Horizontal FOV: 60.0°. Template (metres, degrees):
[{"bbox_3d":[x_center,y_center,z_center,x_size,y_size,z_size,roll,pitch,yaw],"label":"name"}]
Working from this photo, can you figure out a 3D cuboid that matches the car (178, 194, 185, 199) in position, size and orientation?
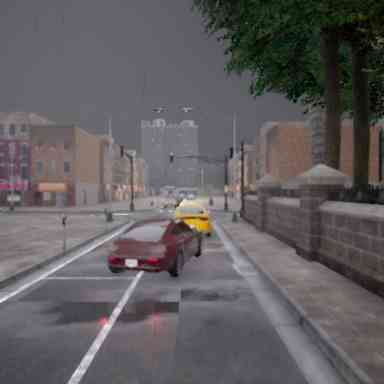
[{"bbox_3d":[-2.952,1.258,93.349,2.008,1.369,4.403,0,0,0],"label":"car"}]

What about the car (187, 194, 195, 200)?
[{"bbox_3d":[-0.252,1.348,75.288,1.895,1.301,4.718,0,0,0],"label":"car"}]

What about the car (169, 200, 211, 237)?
[{"bbox_3d":[-0.014,1.415,17.813,1.882,1.535,5.008,0,0,0],"label":"car"}]

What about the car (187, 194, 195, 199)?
[{"bbox_3d":[-0.285,1.134,85.263,1.994,1.385,4.181,0,0,0],"label":"car"}]

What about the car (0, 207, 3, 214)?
[{"bbox_3d":[-19.495,1.425,29.536,4.892,1.490,1.837,0,0,0],"label":"car"}]

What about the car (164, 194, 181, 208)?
[{"bbox_3d":[-2.787,1.378,44.111,1.752,1.417,4.829,0,0,0],"label":"car"}]

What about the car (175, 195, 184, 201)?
[{"bbox_3d":[-2.897,1.305,76.993,2.008,1.369,4.403,0,0,0],"label":"car"}]

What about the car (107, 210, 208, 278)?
[{"bbox_3d":[-0.911,1.490,10.057,1.812,1.442,4.674,0,0,13],"label":"car"}]

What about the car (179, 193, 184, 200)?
[{"bbox_3d":[-2.806,1.150,49.732,2.192,1.841,5.009,0,0,0],"label":"car"}]

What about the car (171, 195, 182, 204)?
[{"bbox_3d":[-2.842,1.328,60.467,1.752,1.417,4.829,0,0,0],"label":"car"}]
